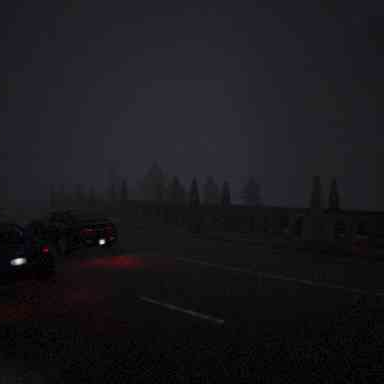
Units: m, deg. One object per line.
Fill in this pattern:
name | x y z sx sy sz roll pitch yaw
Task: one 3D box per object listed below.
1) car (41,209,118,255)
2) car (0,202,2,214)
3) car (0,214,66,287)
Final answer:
car | -4.812 1.420 12.992 4.892 1.490 1.837 1 1 44
car | -17.222 1.251 28.106 1.837 1.490 4.892 0 1 -33
car | -5.327 1.494 8.706 4.181 1.385 1.994 1 0 42
